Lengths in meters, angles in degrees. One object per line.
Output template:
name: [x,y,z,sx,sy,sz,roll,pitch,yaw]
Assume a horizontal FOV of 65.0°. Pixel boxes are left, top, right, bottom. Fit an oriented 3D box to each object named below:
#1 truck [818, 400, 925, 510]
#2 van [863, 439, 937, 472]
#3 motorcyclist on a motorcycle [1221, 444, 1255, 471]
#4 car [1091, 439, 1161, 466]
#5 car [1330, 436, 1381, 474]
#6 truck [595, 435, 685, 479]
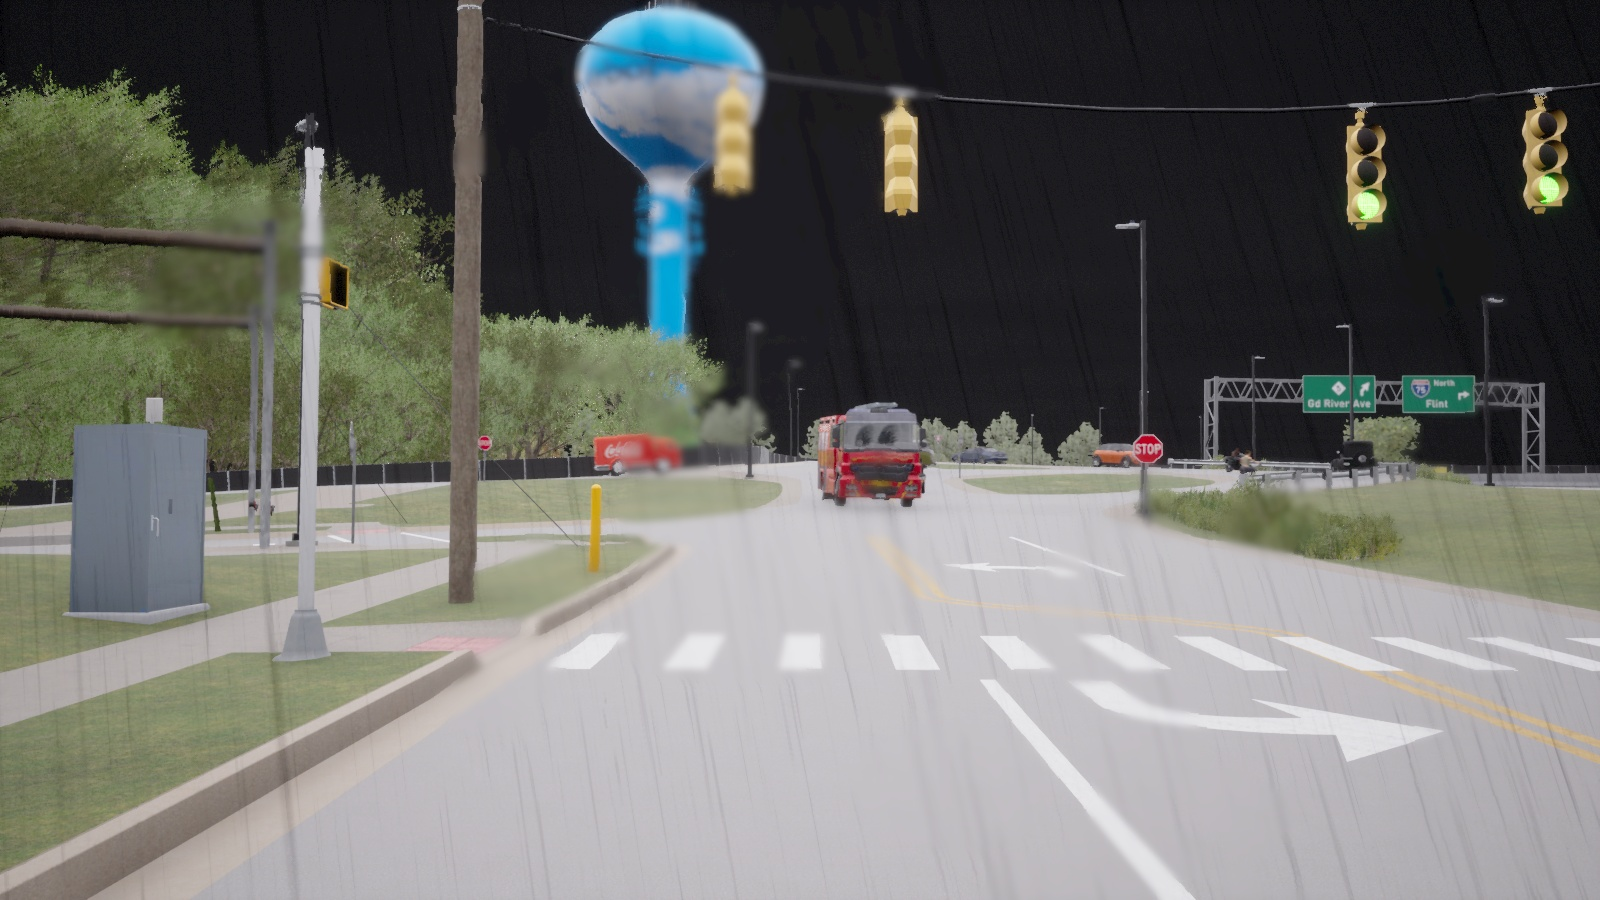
truck: [2.548,0.134,47.858,2.891,3.827,8.468,0,0,-5]
van: [6.173,0.317,77.438,4.442,1.987,1.775,0,2,9]
motorcyclist on a motorcycle: [25.400,0.404,72.873,0.797,1.523,2.044,-3,1,-15]
car: [22.108,0.172,85.354,2.097,1.767,4.553,0,0,-28]
car: [28.213,0.239,63.874,1.905,1.878,3.866,-1,0,17]
truck: [-9.844,0.422,77.129,5.204,2.467,2.627,-3,0,-12]
